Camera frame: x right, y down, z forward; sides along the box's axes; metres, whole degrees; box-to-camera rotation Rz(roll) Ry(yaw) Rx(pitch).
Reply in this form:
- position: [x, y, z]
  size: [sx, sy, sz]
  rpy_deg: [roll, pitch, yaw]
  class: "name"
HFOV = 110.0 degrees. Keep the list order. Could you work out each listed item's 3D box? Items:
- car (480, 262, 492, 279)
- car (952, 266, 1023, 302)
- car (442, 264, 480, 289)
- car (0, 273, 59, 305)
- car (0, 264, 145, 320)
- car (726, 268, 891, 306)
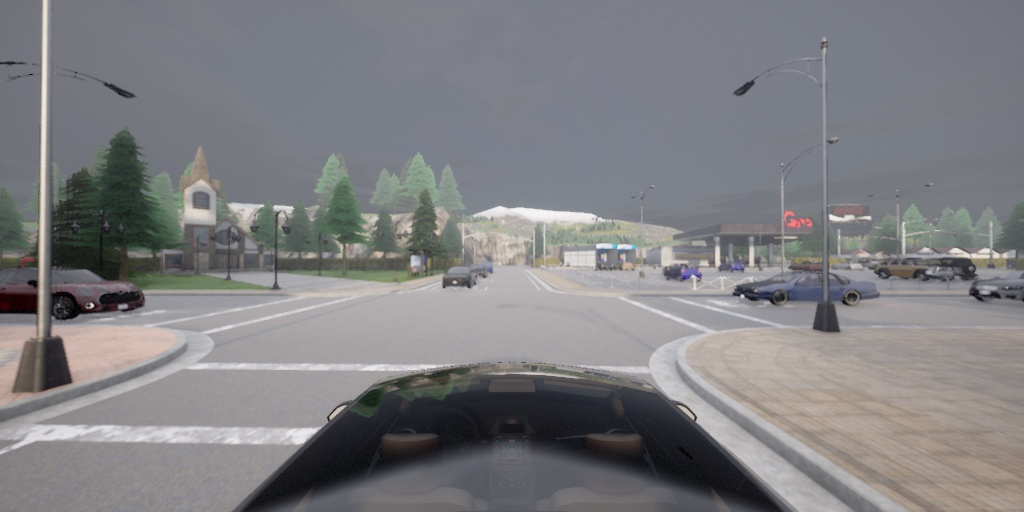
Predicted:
- position: [-3.563, 1.577, 37.675]
  size: [2.033, 1.411, 5.357]
  rpy_deg: [0, 0, 0]
  class: "car"
- position: [23.188, 1.336, 15.699]
  size: [4.902, 1.511, 2.128]
  rpy_deg: [0, 0, 1]
  class: "car"
- position: [-3.577, 1.409, 25.001]
  size: [1.882, 1.535, 5.008]
  rpy_deg: [0, -1, 0]
  class: "car"
- position: [-24.044, 1.448, 16.231]
  size: [4.718, 1.301, 1.895]
  rpy_deg: [0, 0, 0]
  class: "car"
- position: [-15.677, 1.170, 12.420]
  size: [4.553, 1.767, 2.097]
  rpy_deg: [0, 0, 1]
  class: "car"
- position: [12.838, 1.392, 15.815]
  size: [5.357, 1.411, 2.033]
  rpy_deg: [0, 0, 1]
  class: "car"
